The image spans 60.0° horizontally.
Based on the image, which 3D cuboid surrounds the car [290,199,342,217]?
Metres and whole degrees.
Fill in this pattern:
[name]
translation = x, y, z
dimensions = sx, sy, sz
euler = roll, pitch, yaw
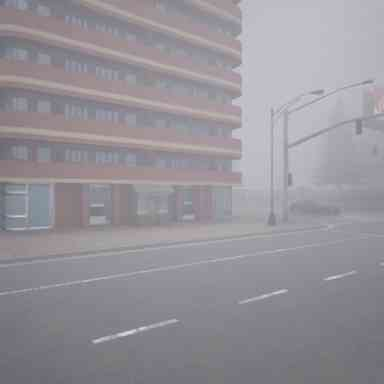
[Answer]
[car]
translation = 11.839, 1.477, 32.045
dimensions = 1.882, 1.535, 5.008
euler = 0, 0, -36
